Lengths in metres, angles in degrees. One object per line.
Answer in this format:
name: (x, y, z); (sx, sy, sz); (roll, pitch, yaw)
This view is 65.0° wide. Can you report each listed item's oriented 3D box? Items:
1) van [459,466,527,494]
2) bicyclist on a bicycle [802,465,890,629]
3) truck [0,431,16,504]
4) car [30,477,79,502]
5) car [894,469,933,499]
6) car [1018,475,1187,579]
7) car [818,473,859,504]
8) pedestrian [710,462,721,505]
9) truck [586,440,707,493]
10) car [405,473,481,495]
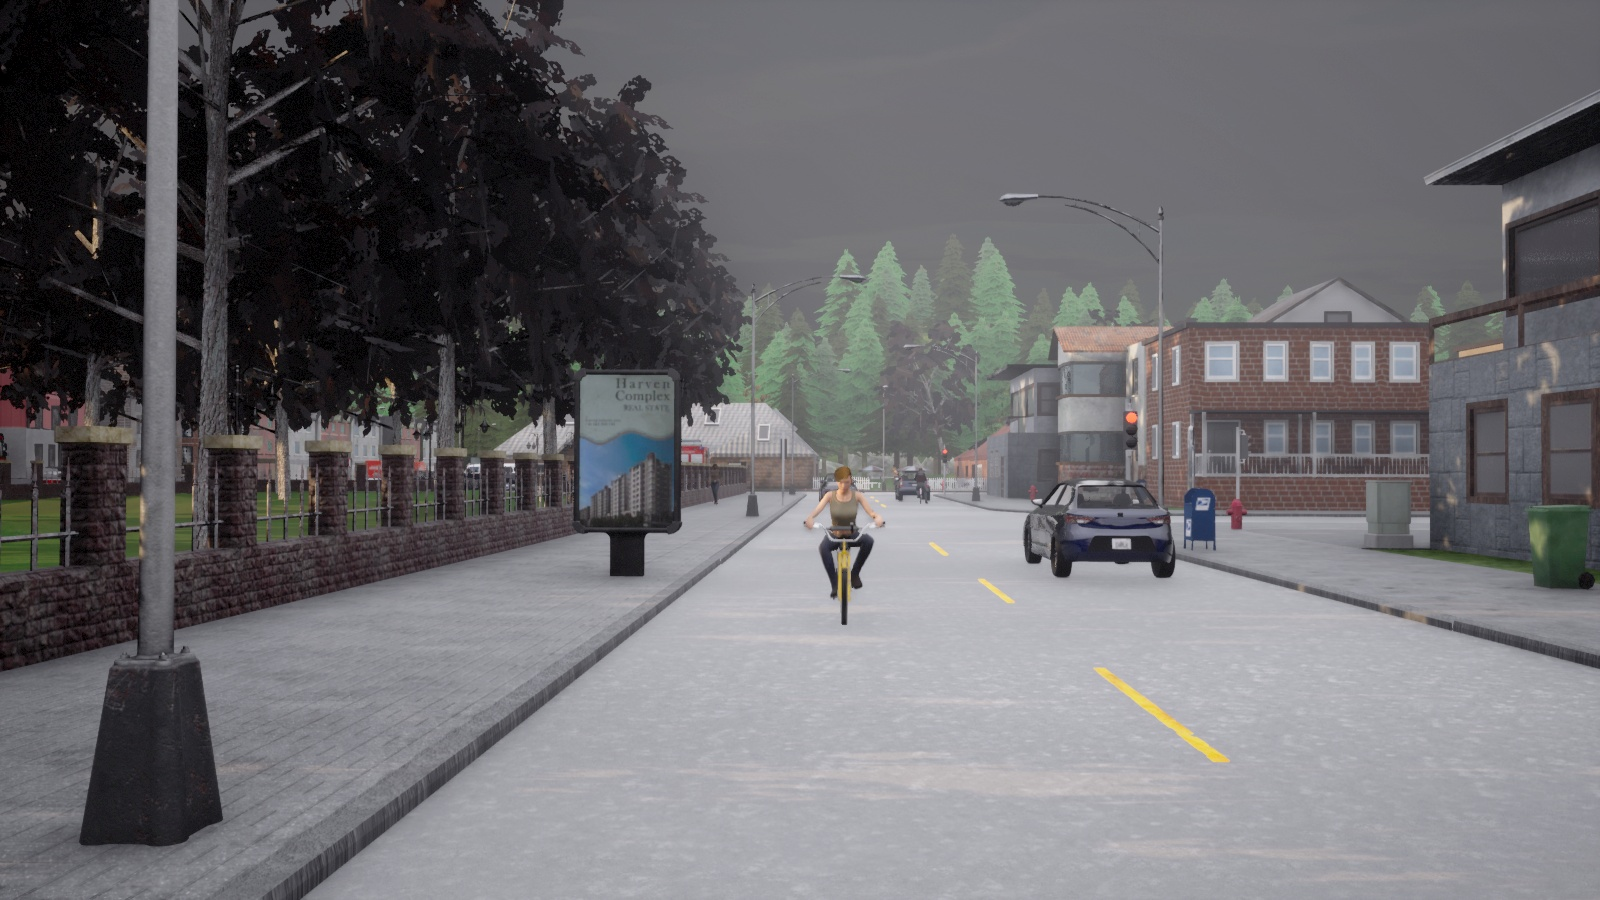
van: (-22.757, 2.188, 93.097); (4.480, 2.038, 2.069); (0, -1, 2)
bicyclist on a bicycle: (0.471, 0.970, 13.150); (0.866, 1.612, 1.509); (0, -1, 1)
truck: (-43.358, 0.873, 62.685); (2.891, 3.827, 8.468); (0, -1, 2)
car: (-43.070, 2.258, 72.587); (1.481, 1.376, 2.207); (0, -1, 2)
car: (6.149, 1.837, 68.583); (1.851, 1.617, 3.988); (0, -1, 1)
car: (4.691, 1.146, 20.060); (1.816, 1.474, 4.193); (0, -1, 2)
car: (1.854, 1.848, 61.329); (1.816, 1.474, 4.193); (0, -1, -1)
pedestrian: (-3.577, 1.433, 53.427); (0.328, 1.805, 0.869); (0, -1, 6)
truck: (-11.279, 1.249, 92.769); (8.468, 3.827, 2.891); (0, -1, 2)
car: (-25.421, 2.419, 89.475); (4.892, 1.490, 1.837); (0, -1, 0)
